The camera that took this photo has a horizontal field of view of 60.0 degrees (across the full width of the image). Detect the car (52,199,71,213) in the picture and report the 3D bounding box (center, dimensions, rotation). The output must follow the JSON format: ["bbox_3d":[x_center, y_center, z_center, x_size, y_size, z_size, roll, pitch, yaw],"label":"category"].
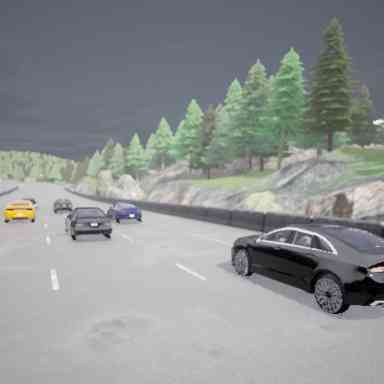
[{"bbox_3d":[-13.851,1.449,35.693,2.033,1.411,5.357,0,0,-24],"label":"car"}]

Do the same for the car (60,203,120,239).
[{"bbox_3d":[-5.425,1.502,17.169,2.033,1.411,5.357,0,0,-24],"label":"car"}]

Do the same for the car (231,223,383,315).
[{"bbox_3d":[2.722,1.478,7.714,2.128,1.511,4.902,0,0,-24],"label":"car"}]

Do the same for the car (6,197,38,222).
[{"bbox_3d":[-13.080,1.404,25.553,1.882,1.535,5.008,0,0,-24],"label":"car"}]

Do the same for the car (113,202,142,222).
[{"bbox_3d":[-5.078,1.464,24.863,1.812,1.442,4.674,0,0,-24],"label":"car"}]
